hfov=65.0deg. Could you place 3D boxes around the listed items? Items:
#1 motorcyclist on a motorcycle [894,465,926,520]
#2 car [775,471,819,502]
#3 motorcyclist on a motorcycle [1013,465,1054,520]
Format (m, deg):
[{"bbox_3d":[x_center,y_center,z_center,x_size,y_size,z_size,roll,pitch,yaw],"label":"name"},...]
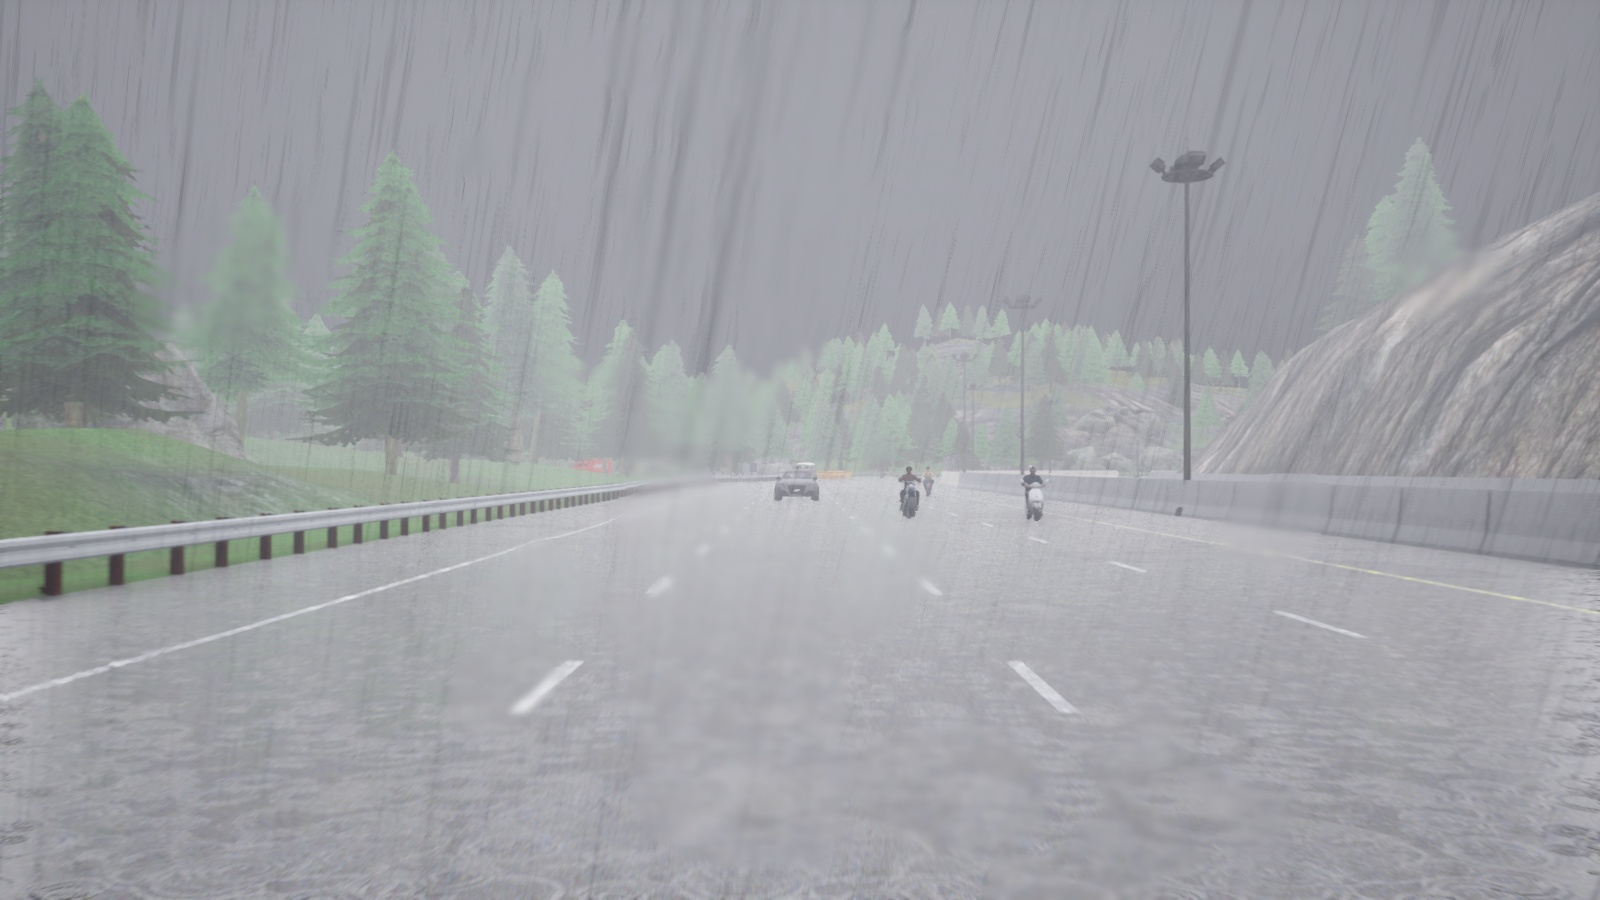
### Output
[{"bbox_3d":[3.407,1.282,39.041,0.766,1.649,2.350,0,-1,0],"label":"motorcyclist on a motorcycle"},{"bbox_3d":[-0.139,1.680,58.829,1.994,1.385,4.181,0,-1,0],"label":"car"},{"bbox_3d":[6.911,1.247,37.294,0.866,1.590,1.817,0,-1,0],"label":"motorcyclist on a motorcycle"}]
